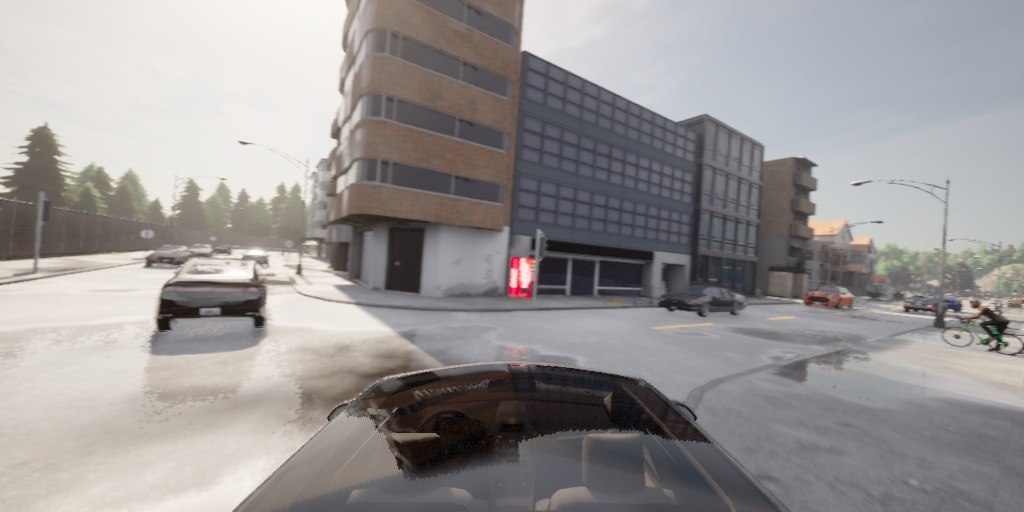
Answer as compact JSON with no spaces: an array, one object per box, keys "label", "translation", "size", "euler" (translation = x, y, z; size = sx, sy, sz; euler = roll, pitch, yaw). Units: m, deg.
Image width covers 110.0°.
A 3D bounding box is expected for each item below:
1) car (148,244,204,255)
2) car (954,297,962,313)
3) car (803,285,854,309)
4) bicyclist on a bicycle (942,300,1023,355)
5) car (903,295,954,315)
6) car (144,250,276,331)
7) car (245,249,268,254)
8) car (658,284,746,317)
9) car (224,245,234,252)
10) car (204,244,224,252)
[{"label":"car","translation":[-21.617,0.007,22.964],"size":[1.994,1.385,4.181],"euler":[4,-1,-34]},{"label":"car","translation":[41.440,4.493,34.386],"size":[5.008,1.535,1.882],"euler":[4,-1,-34]},{"label":"car","translation":[24.836,3.129,28.099],"size":[4.553,1.767,2.097],"euler":[4,-1,-34]},{"label":"bicyclist on a bicycle","translation":[15.278,2.278,11.658],"size":[0.582,1.620,1.656],"euler":[4,0,-34]},{"label":"car","translation":[33.062,3.911,28.676],"size":[5.357,1.411,2.033],"euler":[4,-1,-33]},{"label":"car","translation":[-7.240,0.805,9.041],"size":[2.128,1.511,4.902],"euler":[4,-1,-34]},{"label":"car","translation":[-20.319,0.140,28.515],"size":[2.033,1.411,5.357],"euler":[4,-1,-34]},{"label":"car","translation":[9.601,2.142,17.838],"size":[5.357,1.411,2.033],"euler":[4,-1,-34]},{"label":"car","translation":[-36.665,-0.776,45.517],"size":[1.895,1.301,4.718],"euler":[4,-1,-34]},{"label":"car","translation":[-27.816,-0.350,32.237],"size":[2.033,1.411,5.357],"euler":[4,-1,-34]}]
